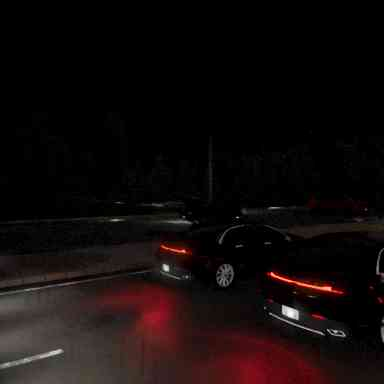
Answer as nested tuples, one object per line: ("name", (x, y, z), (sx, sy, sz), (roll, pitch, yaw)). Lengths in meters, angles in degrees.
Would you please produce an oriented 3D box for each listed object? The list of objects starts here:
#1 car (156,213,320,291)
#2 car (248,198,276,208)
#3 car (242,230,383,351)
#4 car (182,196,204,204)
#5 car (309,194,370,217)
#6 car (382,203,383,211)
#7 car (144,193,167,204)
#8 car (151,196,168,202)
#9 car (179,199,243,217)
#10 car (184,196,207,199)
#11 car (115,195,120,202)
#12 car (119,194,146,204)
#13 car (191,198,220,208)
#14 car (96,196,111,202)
("car", (1.380, 1.505, 9.079), (4.892, 1.490, 1.837), (0, 0, -35))
("car", (10.399, 1.564, 49.575), (1.994, 1.385, 4.181), (0, 0, -35))
("car", (3.412, 1.505, 6.230), (4.892, 1.490, 1.837), (0, 0, -35))
("car", (0.165, 1.525, 64.262), (1.812, 1.442, 4.674), (0, 0, -34))
("car", (14.063, 1.222, 32.139), (2.150, 2.045, 5.566), (0, 0, -35))
("car", (21.706, 1.525, 33.456), (1.812, 1.442, 4.674), (0, 0, -35))
("car", (-7.592, 1.224, 63.127), (2.150, 2.045, 5.566), (0, 0, -35))
("car", (-7.409, 1.591, 75.163), (1.895, 1.301, 4.718), (0, 0, -35))
("car", (1.643, 1.547, 27.272), (5.357, 1.411, 2.033), (0, 0, -32))
("car", (1.091, 1.601, 44.553), (1.895, 1.301, 4.718), (0, 0, -35))
("car", (-16.505, 1.389, 75.946), (1.837, 1.490, 4.892), (0, 0, -35))
("car", (-11.106, 1.547, 62.032), (2.033, 1.411, 5.357), (0, 0, -35))
("car", (1.955, 1.601, 49.428), (1.895, 1.301, 4.718), (0, 0, -35))
("car", (-19.833, 1.458, 74.595), (1.895, 1.301, 4.718), (0, 0, -35))
